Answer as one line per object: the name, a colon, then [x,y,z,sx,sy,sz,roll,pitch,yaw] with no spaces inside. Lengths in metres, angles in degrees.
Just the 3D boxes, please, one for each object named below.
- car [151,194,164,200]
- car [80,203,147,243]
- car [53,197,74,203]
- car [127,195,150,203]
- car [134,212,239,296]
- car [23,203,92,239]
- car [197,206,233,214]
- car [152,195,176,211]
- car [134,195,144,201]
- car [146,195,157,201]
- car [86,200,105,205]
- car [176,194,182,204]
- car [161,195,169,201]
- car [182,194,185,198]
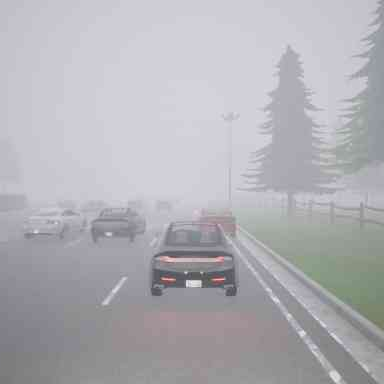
car: [-6.919,1.491,69.330,2.128,1.511,4.902,0,0,0]
car: [-3.405,1.491,16.055,2.128,1.511,4.902,0,0,0]
car: [-15.053,1.600,39.862,1.895,1.301,4.718,0,0,-10]
car: [-6.912,1.477,41.859,1.882,1.535,5.008,0,0,0]
car: [0.050,1.491,8.604,2.128,1.511,4.902,0,0,0]
car: [-6.919,1.525,17.101,1.812,1.442,4.674,0,0,0]
car: [1.220,1.478,17.946,1.882,1.535,5.008,0,0,0]
car: [-3.412,1.477,41.602,1.882,1.535,5.008,0,0,0]
car: [-14.025,1.477,88.691,1.882,1.535,5.008,0,0,0]
car: [-10.524,1.525,86.983,2.128,1.511,4.902,0,0,0]
car: [-10.409,1.547,35.959,2.033,1.411,5.357,0,0,0]
car: [-3.418,1.491,62.735,2.128,1.511,4.902,0,0,0]
car: [-7.024,1.500,87.083,1.837,1.490,4.892,0,0,0]
car: [-3.523,1.539,81.404,2.033,1.411,5.357,0,0,0]
